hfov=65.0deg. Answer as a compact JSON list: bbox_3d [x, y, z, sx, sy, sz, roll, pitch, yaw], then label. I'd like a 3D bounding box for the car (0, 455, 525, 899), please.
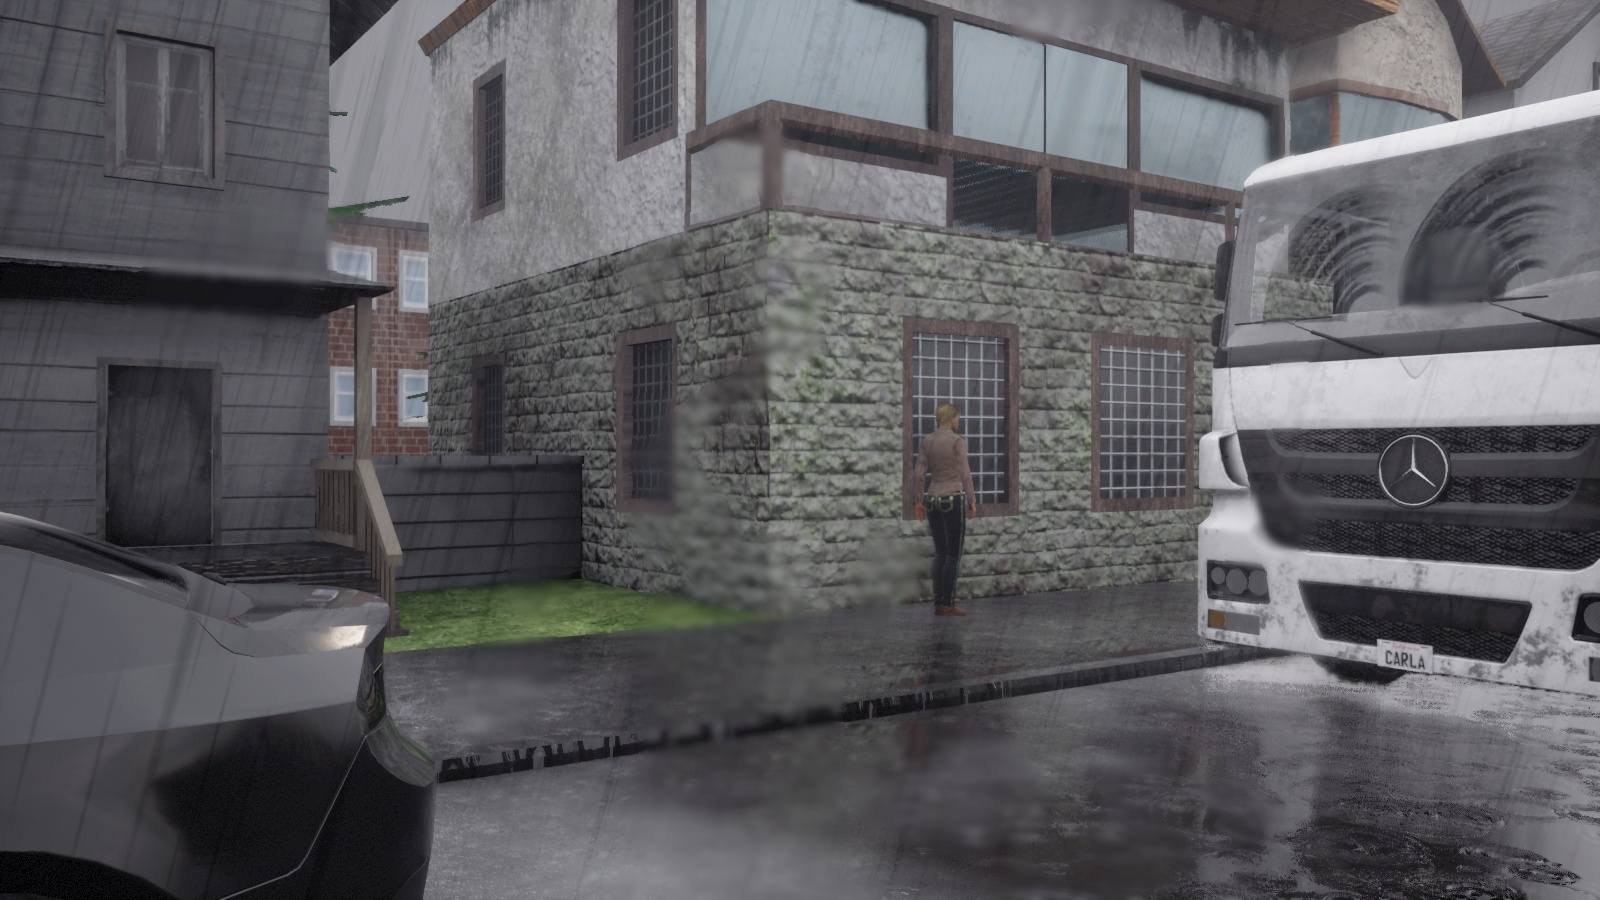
[{"bbox_3d":[-3.131,0.761,2.090,4.892,1.490,1.837,0,0,-35],"label":"car"}]

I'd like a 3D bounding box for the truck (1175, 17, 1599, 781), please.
[{"bbox_3d":[6.363,-0.229,8.700,7.936,3.462,2.891,0,0,-35],"label":"truck"}]

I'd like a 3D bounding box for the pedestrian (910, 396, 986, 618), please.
[{"bbox_3d":[1.278,0.478,10.794,0.331,1.846,0.634,0,0,44],"label":"pedestrian"}]
